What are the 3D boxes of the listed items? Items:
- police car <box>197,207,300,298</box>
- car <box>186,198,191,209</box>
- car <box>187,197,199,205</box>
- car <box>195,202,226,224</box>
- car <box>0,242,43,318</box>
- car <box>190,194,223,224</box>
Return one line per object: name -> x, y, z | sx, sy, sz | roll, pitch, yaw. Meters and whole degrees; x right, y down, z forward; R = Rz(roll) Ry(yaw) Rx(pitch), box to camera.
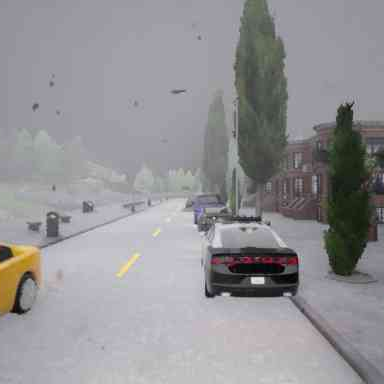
police car -> 1.219, 1.428, 8.709 | 1.930, 1.638, 5.238 | 0, 0, 0
car -> 0.121, 1.615, 46.171 | 1.895, 1.301, 4.718 | 0, 0, 1
car -> 0.133, 1.582, 58.906 | 1.994, 1.385, 4.181 | 0, 0, 0
car -> 1.241, 1.511, 18.599 | 1.837, 1.490, 4.892 | 0, 0, 0
car -> -3.989, 1.479, 4.762 | 1.882, 1.535, 5.008 | 0, 0, 0
car -> 1.194, 1.181, 24.630 | 2.150, 2.045, 5.566 | -3, 0, 0
